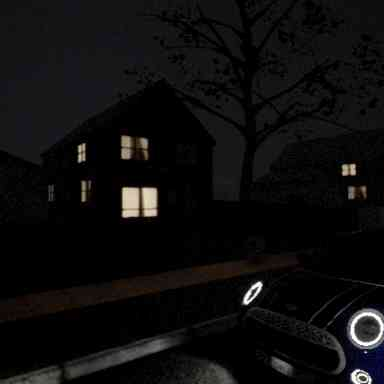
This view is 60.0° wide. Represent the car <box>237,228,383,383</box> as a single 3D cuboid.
[{"bbox_3d":[2.836,1.415,5.147,4.553,1.767,2.097,0,-1,-36],"label":"car"}]
